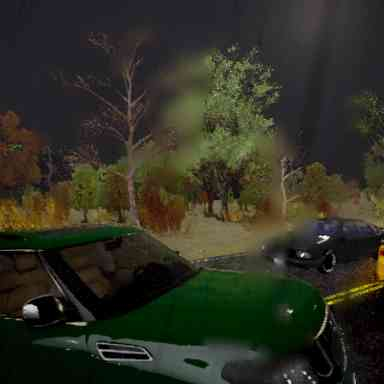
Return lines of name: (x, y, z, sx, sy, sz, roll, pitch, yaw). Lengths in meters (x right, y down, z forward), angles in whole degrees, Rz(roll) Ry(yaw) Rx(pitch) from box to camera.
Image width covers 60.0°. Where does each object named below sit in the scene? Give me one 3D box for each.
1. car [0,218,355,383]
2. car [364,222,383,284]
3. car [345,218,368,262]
car: (-1.324, 1.391, 3.637, 5.566, 2.045, 2.150, -7, -3, 22)
car: (6.375, 1.482, 7.899, 5.008, 1.535, 1.882, 0, 0, -35)
car: (4.617, 1.563, 10.795, 5.357, 1.411, 2.033, 0, 0, -35)
